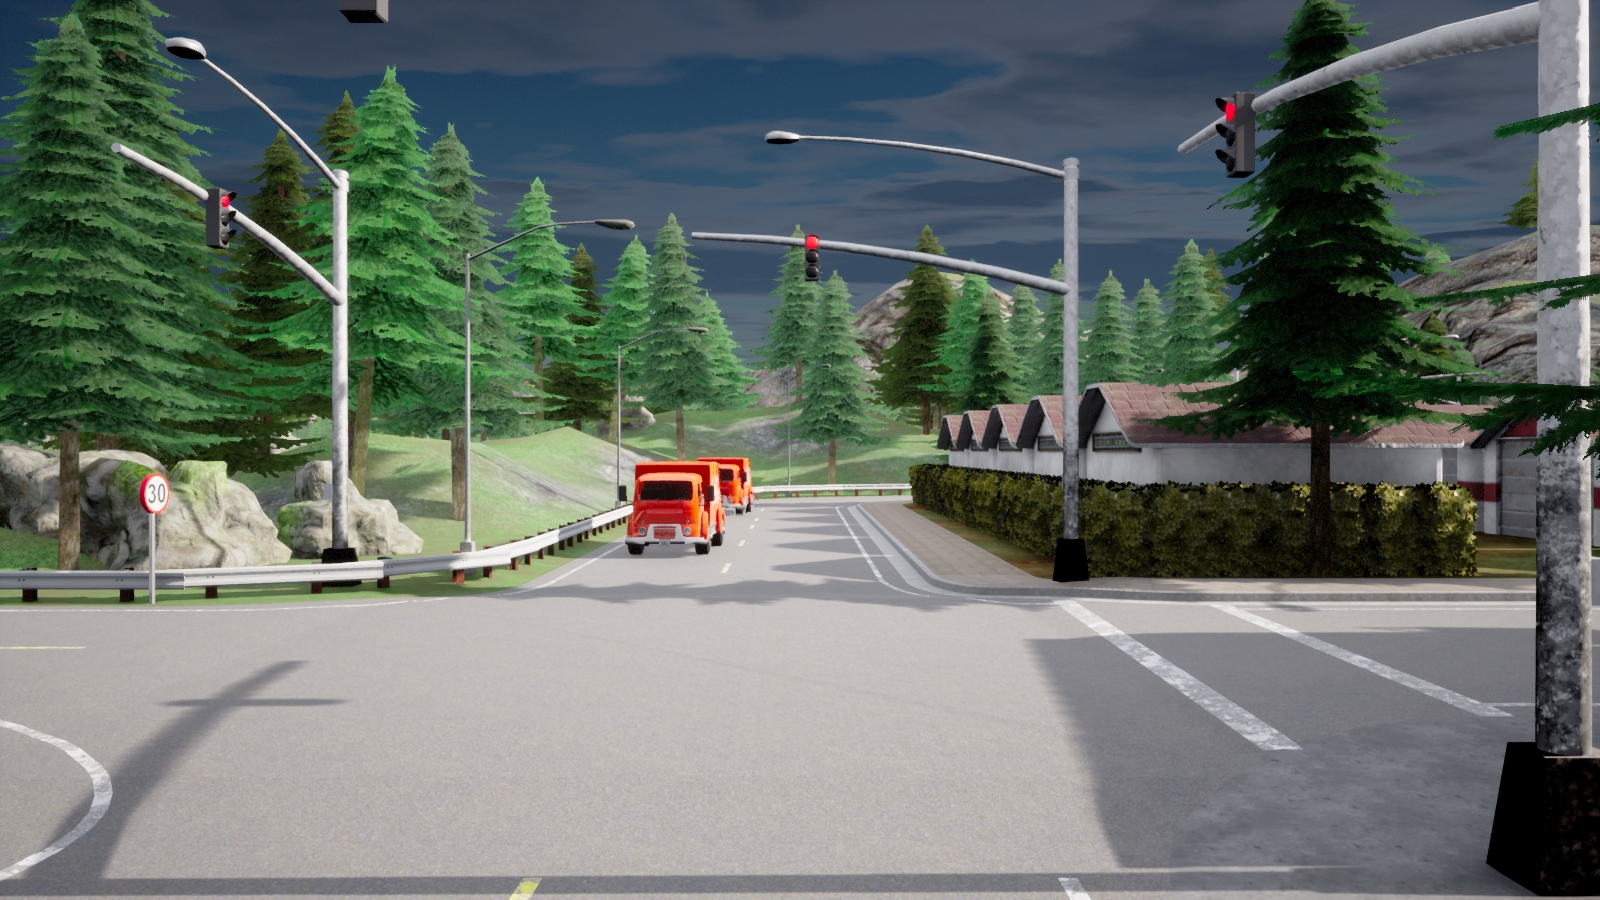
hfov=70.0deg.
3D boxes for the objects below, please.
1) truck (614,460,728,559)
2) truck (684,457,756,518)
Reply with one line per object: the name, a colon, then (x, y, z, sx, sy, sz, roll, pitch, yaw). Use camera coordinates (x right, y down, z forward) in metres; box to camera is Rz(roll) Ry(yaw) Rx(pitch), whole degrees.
truck: (-3.498, 1.558, 32.089, 2.627, 2.467, 5.204, 0, 0, 0)
truck: (-3.414, 1.560, 49.925, 2.627, 2.467, 5.204, 0, 0, 1)
